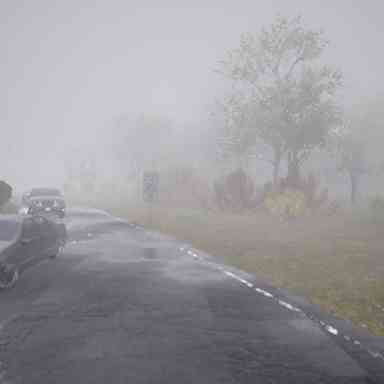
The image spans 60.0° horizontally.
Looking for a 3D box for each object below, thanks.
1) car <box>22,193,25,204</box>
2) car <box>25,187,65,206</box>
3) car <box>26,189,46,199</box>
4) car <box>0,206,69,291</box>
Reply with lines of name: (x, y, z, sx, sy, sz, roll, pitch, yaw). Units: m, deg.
car: (-17.343, 0.595, 36.199, 2.128, 1.511, 4.902, 0, 1, -31)
car: (-10.266, 0.660, 23.311, 2.150, 2.045, 5.566, 0, 1, -27)
car: (-24.611, 0.266, 52.412, 1.994, 1.385, 4.181, 0, 1, -36)
car: (-4.807, 1.324, 8.600, 2.033, 1.411, 5.357, 1, 1, -3)
